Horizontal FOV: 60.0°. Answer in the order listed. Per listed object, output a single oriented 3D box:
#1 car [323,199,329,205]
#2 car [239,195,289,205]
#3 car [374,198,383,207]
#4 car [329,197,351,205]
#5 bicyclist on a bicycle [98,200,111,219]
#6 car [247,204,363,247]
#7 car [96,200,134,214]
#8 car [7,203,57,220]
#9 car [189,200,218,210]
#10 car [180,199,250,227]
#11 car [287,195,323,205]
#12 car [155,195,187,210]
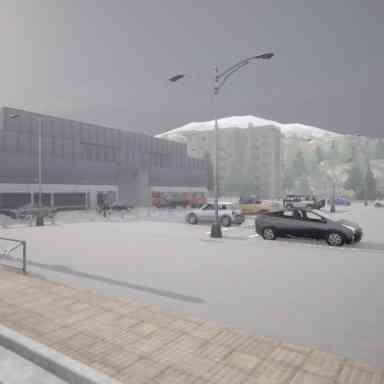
[{"bbox_3d":[13.669,1.289,40.409,4.605,1.855,1.932,0,0,35],"label":"car"},{"bbox_3d":[4.920,1.345,27.366,5.027,1.636,2.152,0,0,35],"label":"car"},{"bbox_3d":[28.863,1.576,48.759,3.806,1.475,1.970,0,0,35],"label":"car"},{"bbox_3d":[24.536,1.565,55.484,3.633,1.501,1.845,0,0,35],"label":"car"},{"bbox_3d":[-7.368,1.477,27.820,1.656,1.620,0.582,0,0,35],"label":"bicyclist on a bicycle"},{"bbox_3d":[5.098,1.490,14.879,4.514,1.523,2.007,0,0,35],"label":"car"},{"bbox_3d":[-8.862,1.668,38.638,2.128,1.511,4.902,0,0,35],"label":"car"},{"bbox_3d":[-14.615,1.740,30.538,1.994,1.385,4.181,0,0,35],"label":"car"},{"bbox_3d":[1.744,1.777,47.184,1.895,1.301,4.718,0,0,34],"label":"car"},{"bbox_3d":[1.469,1.424,21.946,3.806,1.475,1.970,0,0,35],"label":"car"},{"bbox_3d":[12.324,1.269,37.800,3.866,1.878,1.905,0,0,35],"label":"car"},{"bbox_3d":[-2.837,1.397,47.092,2.150,2.045,5.566,0,0,36],"label":"car"}]
